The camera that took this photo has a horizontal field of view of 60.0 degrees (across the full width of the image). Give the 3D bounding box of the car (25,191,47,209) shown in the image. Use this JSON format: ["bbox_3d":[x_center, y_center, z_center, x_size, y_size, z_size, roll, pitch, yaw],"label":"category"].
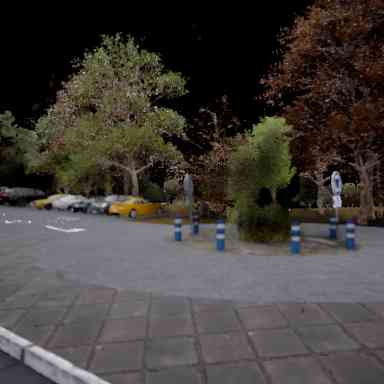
[{"bbox_3d":[-13.367,0.924,33.386,1.946,1.575,5.366,2,1,36],"label":"car"}]

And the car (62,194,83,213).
[{"bbox_3d":[-8.794,1.104,30.258,2.163,1.488,4.792,2,1,36],"label":"car"}]

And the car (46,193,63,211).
[{"bbox_3d":[-11.019,1.041,31.907,2.002,1.452,4.674,2,1,36],"label":"car"}]

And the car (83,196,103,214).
[{"bbox_3d":[-6.615,1.019,28.751,2.185,1.767,4.553,2,1,36],"label":"car"}]

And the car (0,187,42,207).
[{"bbox_3d":[-17.716,0.529,36.809,2.435,2.045,5.566,2,1,36],"label":"car"}]

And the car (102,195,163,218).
[{"bbox_3d":[-4.398,1.218,27.095,2.097,1.535,5.008,2,1,36],"label":"car"}]
